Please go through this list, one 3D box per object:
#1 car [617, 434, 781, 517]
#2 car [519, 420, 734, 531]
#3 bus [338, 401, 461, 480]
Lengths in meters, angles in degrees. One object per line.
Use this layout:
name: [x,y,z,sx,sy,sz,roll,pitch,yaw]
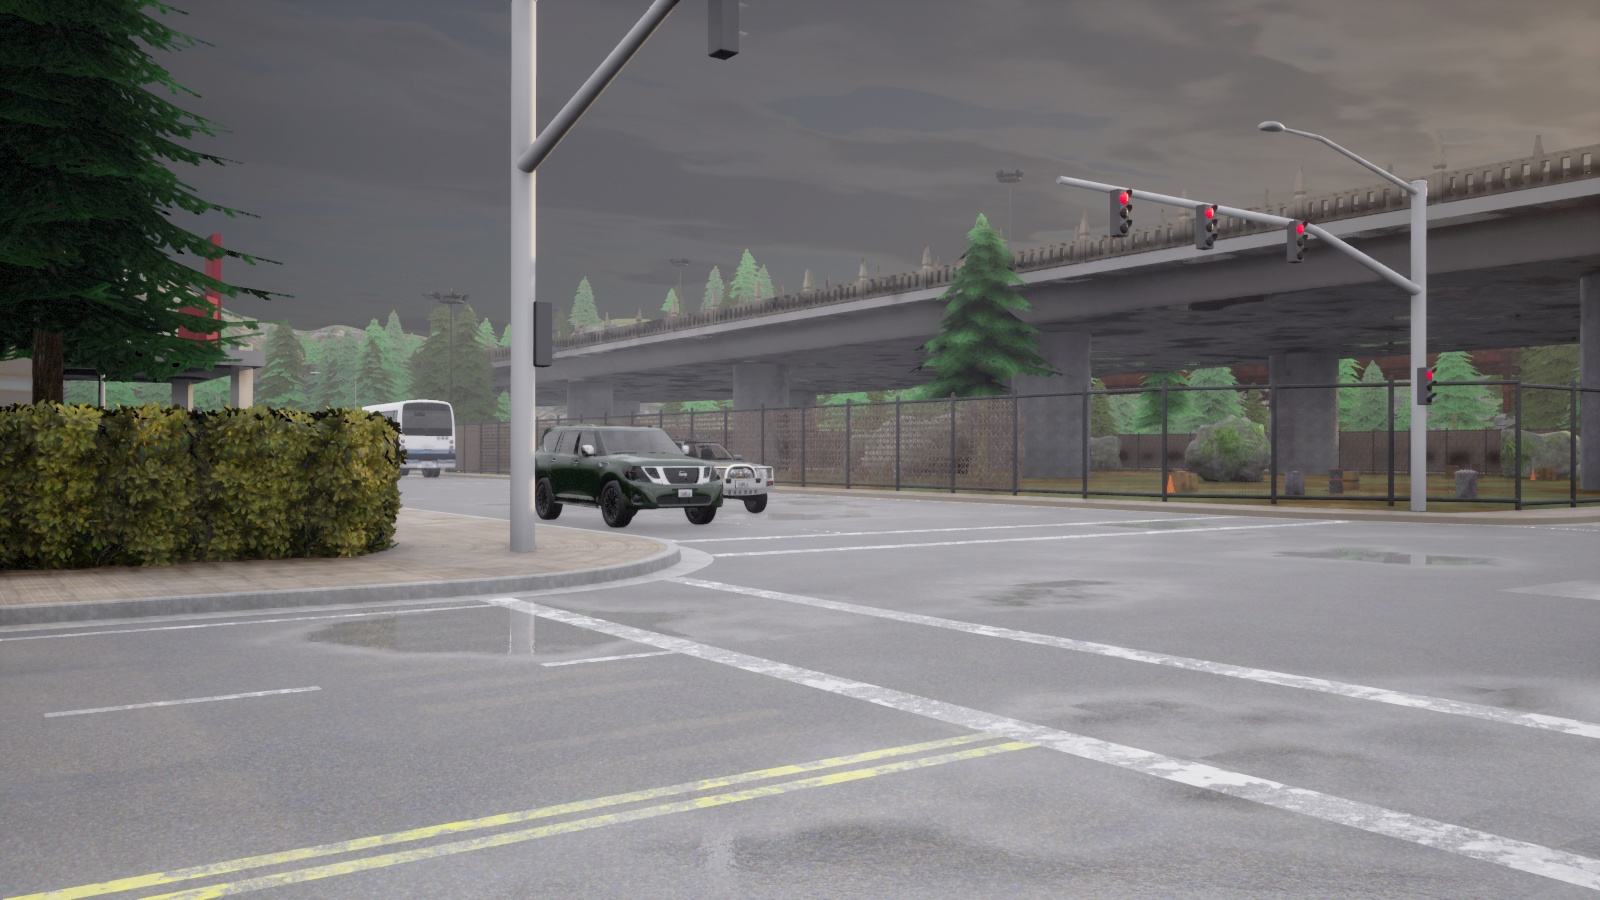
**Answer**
car: [-2.549,0.586,30.481,1.932,1.855,4.605,0,0,-35]
car: [-3.753,0.480,26.071,2.150,2.045,5.566,0,0,-35]
bus: [-23.354,-0.459,72.803,3.944,4.253,10.273,0,-1,-35]
